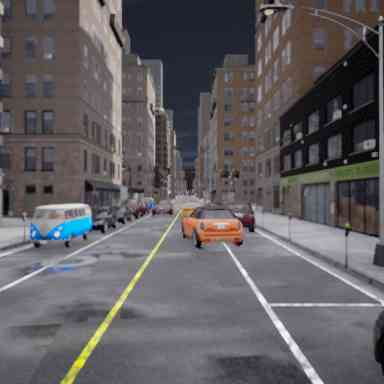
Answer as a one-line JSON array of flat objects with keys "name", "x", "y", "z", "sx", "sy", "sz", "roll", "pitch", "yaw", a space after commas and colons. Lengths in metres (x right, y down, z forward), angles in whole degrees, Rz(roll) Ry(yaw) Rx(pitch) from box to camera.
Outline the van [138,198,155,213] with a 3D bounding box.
[{"name": "van", "x": -5.864, "y": 1.671, "z": 43.120, "sx": 1.690, "sy": 1.788, "sz": 3.998, "roll": 0, "pitch": 0, "yaw": 0}]

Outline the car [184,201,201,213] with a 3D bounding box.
[{"name": "car", "x": 0.053, "y": 1.874, "z": 42.751, "sx": 2.033, "sy": 1.411, "sz": 5.357, "roll": 0, "pitch": 0, "yaw": 0}]

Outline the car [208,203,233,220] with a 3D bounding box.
[{"name": "car", "x": 2.663, "y": 1.812, "z": 31.952, "sx": 1.947, "sy": 1.339, "sz": 4.313, "roll": 0, "pitch": 0, "yaw": 0}]

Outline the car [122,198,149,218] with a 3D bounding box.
[{"name": "car", "x": -5.861, "y": 1.561, "z": 31.948, "sx": 2.192, "sy": 1.841, "sz": 5.009, "roll": 0, "pitch": 0, "yaw": 0}]

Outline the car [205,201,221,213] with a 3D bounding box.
[{"name": "car", "x": 2.661, "y": 1.911, "z": 43.122, "sx": 1.802, "sy": 1.307, "sz": 4.206, "roll": 0, "pitch": 0, "yaw": 0}]

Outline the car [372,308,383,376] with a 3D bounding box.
[{"name": "car", "x": 3.145, "y": 1.522, "z": 2.171, "sx": 1.837, "sy": 1.490, "sz": 4.892, "roll": 0, "pitch": 0, "yaw": 0}]

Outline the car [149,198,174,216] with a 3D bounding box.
[{"name": "car", "x": -3.089, "y": 1.628, "z": 36.101, "sx": 2.097, "sy": 1.767, "sz": 4.553, "roll": 0, "pitch": 0, "yaw": 0}]

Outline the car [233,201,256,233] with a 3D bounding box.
[{"name": "car", "x": 2.666, "y": 1.477, "z": 20.784, "sx": 2.192, "sy": 1.841, "sz": 5.009, "roll": 0, "pitch": 0, "yaw": 0}]

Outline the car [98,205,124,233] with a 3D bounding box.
[{"name": "car", "x": -5.859, "y": 1.728, "z": 20.775, "sx": 1.947, "sy": 1.339, "sz": 4.313, "roll": 0, "pitch": 0, "yaw": 0}]

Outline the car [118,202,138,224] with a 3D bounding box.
[{"name": "car", "x": -5.861, "y": 1.770, "z": 26.361, "sx": 1.947, "sy": 1.339, "sz": 4.313, "roll": 0, "pitch": 0, "yaw": 0}]

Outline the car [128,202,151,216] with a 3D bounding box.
[{"name": "car", "x": -5.863, "y": 1.832, "z": 37.533, "sx": 1.887, "sy": 1.381, "sz": 4.507, "roll": 0, "pitch": 0, "yaw": 0}]

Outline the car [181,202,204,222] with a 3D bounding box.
[{"name": "car", "x": 0.078, "y": 1.707, "z": 29.723, "sx": 1.882, "sy": 1.535, "sz": 5.008, "roll": 0, "pitch": 0, "yaw": 0}]

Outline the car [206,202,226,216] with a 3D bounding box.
[{"name": "car", "x": 2.662, "y": 1.854, "z": 37.537, "sx": 1.947, "sy": 1.339, "sz": 4.313, "roll": 0, "pitch": 0, "yaw": 0}]

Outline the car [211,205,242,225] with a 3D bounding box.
[{"name": "car", "x": 2.665, "y": 1.755, "z": 26.368, "sx": 2.008, "sy": 1.369, "sz": 4.403, "roll": 0, "pitch": 0, "yaw": 0}]

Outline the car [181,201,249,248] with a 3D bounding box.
[{"name": "car", "x": 0.816, "y": 1.476, "z": 15.802, "sx": 2.097, "sy": 1.767, "sz": 4.553, "roll": 0, "pitch": 0, "yaw": -11}]

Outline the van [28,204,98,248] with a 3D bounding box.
[{"name": "van", "x": -5.858, "y": 1.460, "z": 15.191, "sx": 1.690, "sy": 1.788, "sz": 3.998, "roll": 0, "pitch": 0, "yaw": 0}]
